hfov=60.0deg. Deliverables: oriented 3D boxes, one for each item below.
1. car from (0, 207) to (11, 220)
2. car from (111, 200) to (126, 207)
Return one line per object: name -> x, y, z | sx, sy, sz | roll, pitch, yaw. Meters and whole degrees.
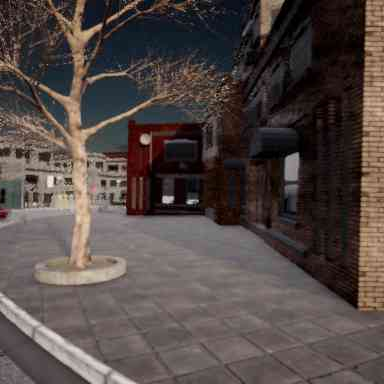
car -> -15.925, 1.692, 26.100 | 1.895, 1.301, 4.718 | 1, -1, -10
car -> -13.322, 2.196, 63.112 | 1.895, 1.301, 4.718 | 1, -1, 17
